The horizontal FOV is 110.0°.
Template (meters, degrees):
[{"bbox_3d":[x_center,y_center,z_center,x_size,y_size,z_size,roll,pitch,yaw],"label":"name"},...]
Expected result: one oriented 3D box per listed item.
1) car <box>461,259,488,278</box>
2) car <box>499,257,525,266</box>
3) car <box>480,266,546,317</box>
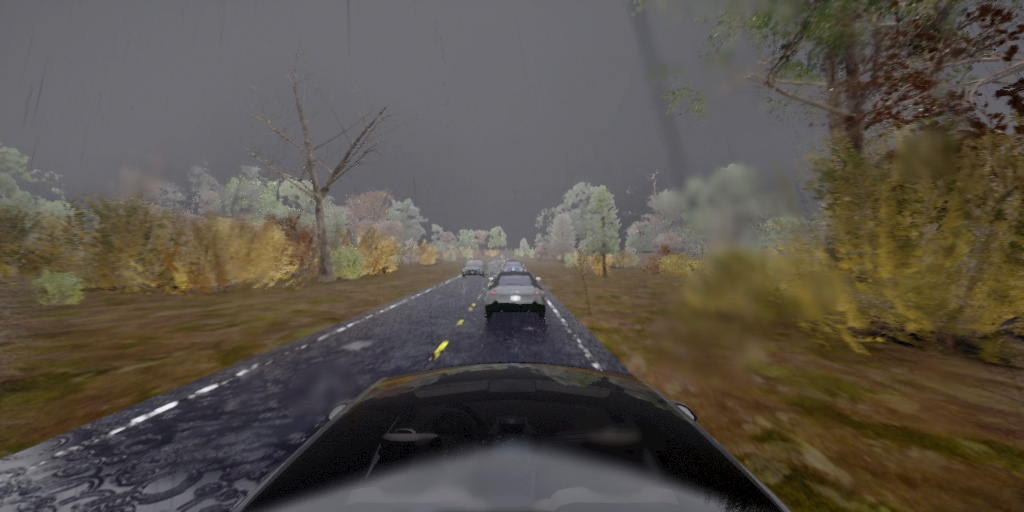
[{"bbox_3d":[-3.078,1.023,30.285,1.837,1.490,4.892,0,0,0],"label":"car"},{"bbox_3d":[0.111,1.060,30.902,2.033,1.411,5.357,0,0,0],"label":"car"},{"bbox_3d":[0.104,1.224,12.794,1.994,1.385,4.181,0,0,0],"label":"car"}]
